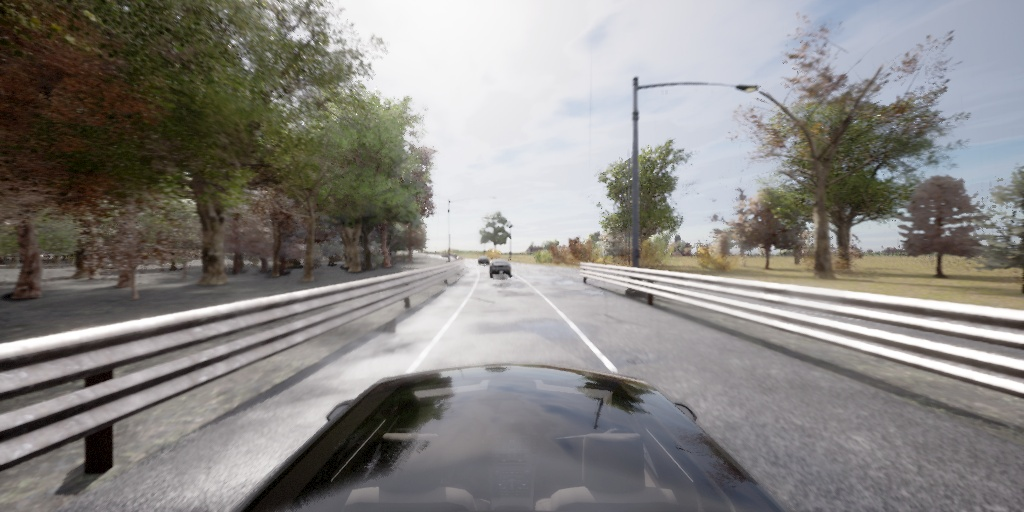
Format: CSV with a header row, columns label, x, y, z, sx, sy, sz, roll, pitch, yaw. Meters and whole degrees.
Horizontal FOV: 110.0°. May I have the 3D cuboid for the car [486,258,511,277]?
label,x,y,z,sx,sy,sz,roll,pitch,yaw
car,-1.109,1.073,32.123,1.837,1.490,4.892,0,0,-5

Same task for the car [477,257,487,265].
label,x,y,z,sx,sy,sz,roll,pitch,yaw
car,-5.172,0.860,64.096,1.837,1.490,4.892,0,1,-10
